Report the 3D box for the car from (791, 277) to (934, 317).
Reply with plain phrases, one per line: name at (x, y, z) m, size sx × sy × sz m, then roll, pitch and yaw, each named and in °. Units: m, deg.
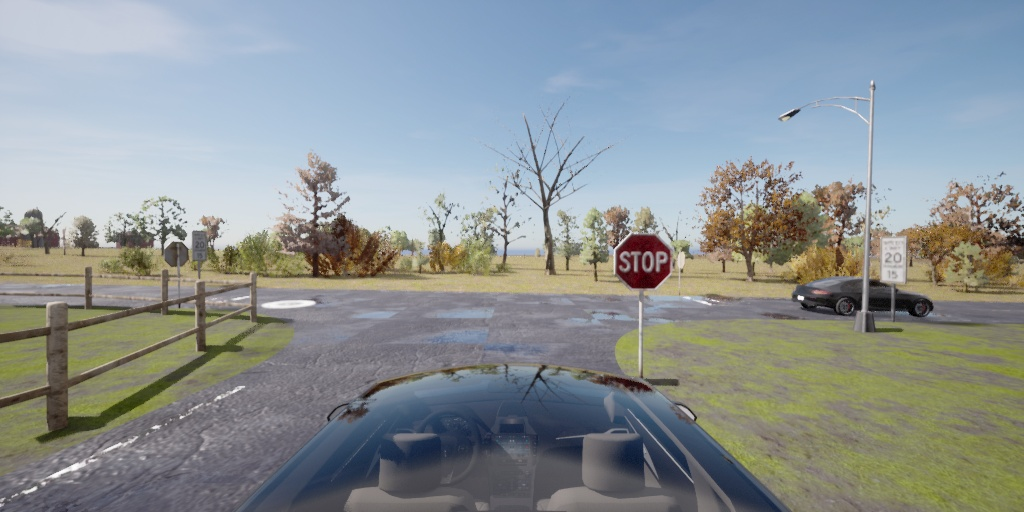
car at (13.931, 1.569, 14.422) m, size 4.674 × 1.442 × 1.812 m, roll 1°, pitch 1°, yaw 0°
